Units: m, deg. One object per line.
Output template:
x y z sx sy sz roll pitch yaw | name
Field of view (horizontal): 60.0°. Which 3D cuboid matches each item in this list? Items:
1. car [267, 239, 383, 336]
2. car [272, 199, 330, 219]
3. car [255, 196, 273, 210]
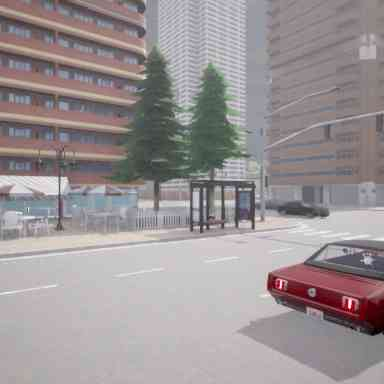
3.718 1.601 6.461 4.718 1.301 1.895 0 0 -36 | car
9.957 1.533 29.989 1.882 1.535 5.008 0 0 -31 | car
10.240 1.603 42.474 2.033 1.411 5.357 0 0 -36 | car
